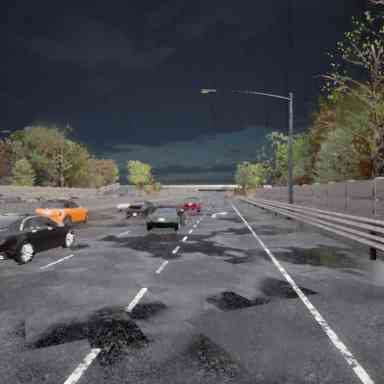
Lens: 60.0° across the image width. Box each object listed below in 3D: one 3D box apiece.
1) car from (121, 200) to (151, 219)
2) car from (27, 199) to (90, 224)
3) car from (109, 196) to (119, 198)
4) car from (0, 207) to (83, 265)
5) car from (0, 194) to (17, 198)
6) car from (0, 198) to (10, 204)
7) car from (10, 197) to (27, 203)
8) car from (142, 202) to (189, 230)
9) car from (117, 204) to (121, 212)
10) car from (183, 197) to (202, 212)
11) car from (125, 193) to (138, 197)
[{"bbox_3d":[-4.330,1.508,28.993,1.837,1.490,4.892,0,1,5],"label":"car"},{"bbox_3d":[-8.475,1.352,22.037,2.097,1.767,4.553,0,0,5],"label":"car"},{"bbox_3d":[-17.755,1.582,75.757,1.812,1.442,4.674,0,0,5],"label":"car"},{"bbox_3d":[-5.893,1.504,11.773,1.837,1.490,4.892,0,0,5],"label":"car"},{"bbox_3d":[-24.267,1.358,43.842,2.097,1.767,4.553,0,0,6],"label":"car"},{"bbox_3d":[-21.514,1.603,35.475,1.895,1.301,4.718,0,0,5],"label":"car"},{"bbox_3d":[-17.836,1.529,37.274,1.812,1.442,4.674,0,0,5],"label":"car"},{"bbox_3d":[-1.544,1.563,20.953,1.994,1.385,4.181,0,0,5],"label":"car"},{"bbox_3d":[-7.008,1.604,38.200,1.895,1.301,4.718,0,0,5],"label":"car"},{"bbox_3d":[0.011,1.356,38.071,2.097,1.767,4.553,0,0,5],"label":"car"},{"bbox_3d":[-14.084,1.264,77.486,2.150,2.045,5.566,0,0,5],"label":"car"}]
